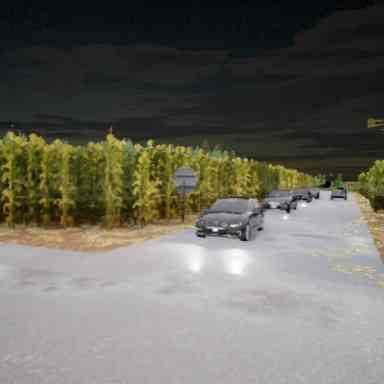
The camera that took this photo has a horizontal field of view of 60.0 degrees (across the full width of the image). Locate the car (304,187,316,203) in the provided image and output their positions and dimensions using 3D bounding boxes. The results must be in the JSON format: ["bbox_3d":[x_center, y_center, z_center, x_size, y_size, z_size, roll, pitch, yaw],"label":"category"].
[{"bbox_3d":[11.013,0.335,33.670,1.994,1.385,4.181,2,2,25],"label":"car"}]

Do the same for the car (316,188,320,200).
[{"bbox_3d":[15.423,0.144,42.970,2.128,1.511,4.902,2,2,26],"label":"car"}]

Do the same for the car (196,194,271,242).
[{"bbox_3d":[1.714,0.960,13.421,1.837,1.490,4.892,2,2,22],"label":"car"}]

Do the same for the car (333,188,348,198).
[{"bbox_3d":[24.101,0.068,53.761,2.033,1.411,5.357,2,2,25],"label":"car"}]

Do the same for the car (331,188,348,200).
[{"bbox_3d":[18.939,0.292,42.785,2.033,1.411,5.357,2,2,25],"label":"car"}]

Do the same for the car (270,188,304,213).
[{"bbox_3d":[6.397,0.593,23.870,2.128,1.511,4.902,2,3,25],"label":"car"}]
